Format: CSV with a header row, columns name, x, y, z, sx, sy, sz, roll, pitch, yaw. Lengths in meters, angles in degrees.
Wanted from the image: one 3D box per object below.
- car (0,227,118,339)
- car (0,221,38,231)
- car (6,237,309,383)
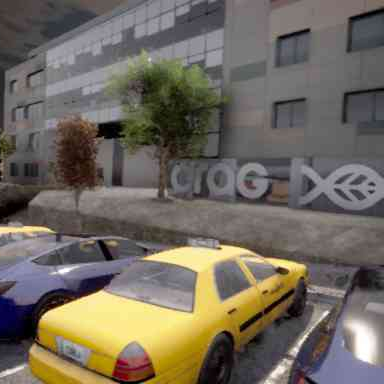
name,x,y,z,sx,sy,sz,roll,pitch,yaw
car,-2.020,1.543,6.752,2.163,1.488,4.792,0,0,35
car,-4.204,1.527,8.500,1.946,1.575,5.366,0,0,35
car,0.348,1.493,5.259,1.946,1.575,5.366,0,0,35
